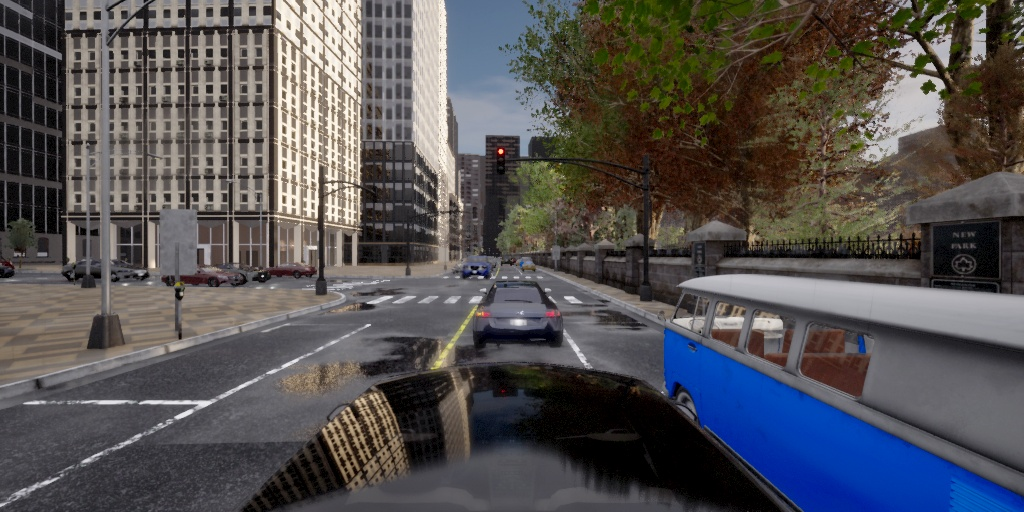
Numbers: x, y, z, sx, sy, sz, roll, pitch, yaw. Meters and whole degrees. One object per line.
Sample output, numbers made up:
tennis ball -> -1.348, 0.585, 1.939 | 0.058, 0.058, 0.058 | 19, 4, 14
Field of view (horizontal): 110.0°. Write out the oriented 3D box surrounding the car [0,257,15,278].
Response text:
car -> -37.266, 0.907, 24.676 | 4.181, 1.385, 1.994 | 1, 0, 2

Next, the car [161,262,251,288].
car -> -18.151, 1.149, 21.026 | 4.207, 1.307, 1.802 | 0, 0, 4

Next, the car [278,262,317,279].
car -> -18.085, 1.127, 29.139 | 4.207, 1.307, 1.802 | 0, 0, 4

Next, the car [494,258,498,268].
car -> -3.271, 1.227, 45.510 | 2.128, 1.511, 4.902 | 0, 0, -1

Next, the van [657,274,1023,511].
van -> 2.568, 1.091, 2.673 | 1.690, 1.789, 3.998 | 0, 0, 0

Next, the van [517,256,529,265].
van -> 2.008, 1.071, 51.765 | 1.690, 1.789, 3.998 | 0, 0, -1

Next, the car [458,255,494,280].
car -> -3.017, 0.956, 31.281 | 2.150, 2.045, 5.566 | 1, -1, -1

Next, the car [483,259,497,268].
car -> -3.603, 1.217, 59.534 | 2.128, 1.511, 4.902 | 0, 0, -1

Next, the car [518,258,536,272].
car -> 2.131, 1.260, 46.392 | 1.751, 1.417, 4.829 | 0, 0, -1

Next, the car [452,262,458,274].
car -> -5.631, 1.288, 40.341 | 2.007, 1.370, 4.403 | 0, 0, -1

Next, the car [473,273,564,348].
car -> 0.101, 1.313, 9.254 | 1.994, 1.385, 4.181 | 0, 0, -1

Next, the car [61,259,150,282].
car -> -27.259, 0.949, 24.139 | 4.902, 1.511, 2.128 | 1, 0, 3

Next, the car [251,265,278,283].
car -> -18.277, 1.123, 23.574 | 4.181, 1.385, 1.994 | 1, 0, 4
